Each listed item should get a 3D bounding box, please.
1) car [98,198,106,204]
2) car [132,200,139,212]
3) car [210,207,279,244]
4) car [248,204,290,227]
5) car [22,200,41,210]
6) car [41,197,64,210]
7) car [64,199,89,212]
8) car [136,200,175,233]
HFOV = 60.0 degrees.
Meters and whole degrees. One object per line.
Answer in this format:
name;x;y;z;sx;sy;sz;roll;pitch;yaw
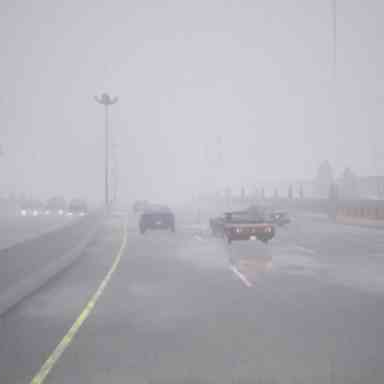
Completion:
car;-21.235;2.099;78.946;2.097;1.767;4.553;0;-5;-11
car;-5.771;1.562;38.159;1.994;1.385;4.181;0;0;-11
car;2.134;1.574;15.666;1.895;1.301;4.718;0;0;-9
car;4.567;1.498;22.123;2.033;1.411;5.357;0;0;-11
car;-21.716;1.688;45.552;1.895;1.301;4.718;0;0;-11
car;-17.752;1.416;43.555;2.097;1.767;4.553;0;0;-11
car;-13.272;1.520;39.011;1.882;1.535;5.008;0;0;-11
car;-2.167;1.471;19.844;1.882;1.535;5.008;0;0;-10
